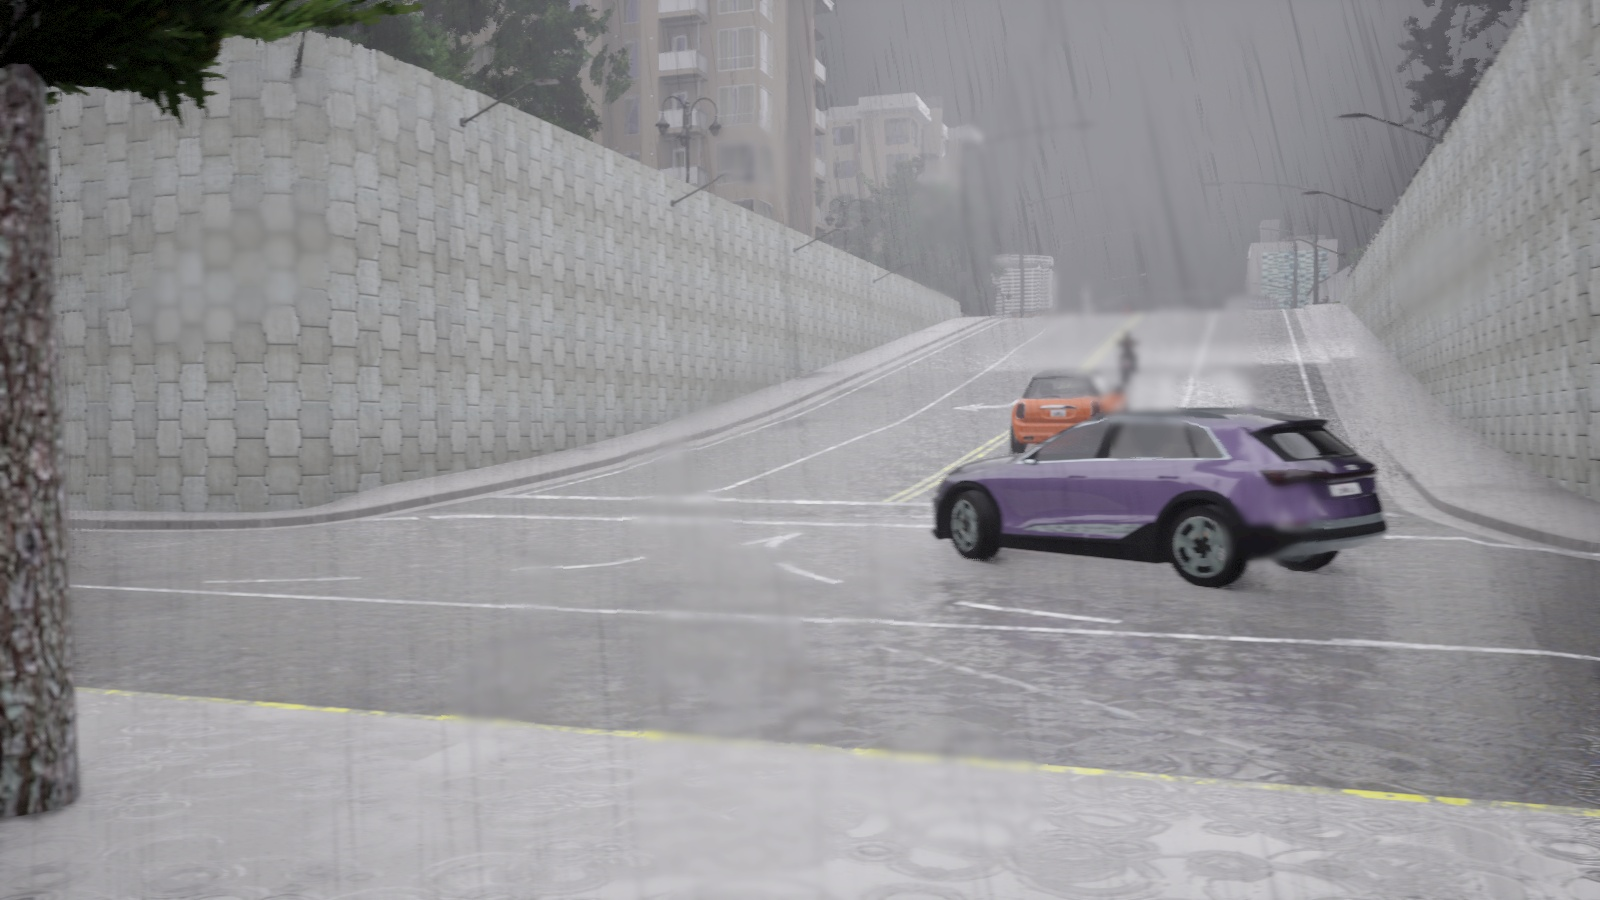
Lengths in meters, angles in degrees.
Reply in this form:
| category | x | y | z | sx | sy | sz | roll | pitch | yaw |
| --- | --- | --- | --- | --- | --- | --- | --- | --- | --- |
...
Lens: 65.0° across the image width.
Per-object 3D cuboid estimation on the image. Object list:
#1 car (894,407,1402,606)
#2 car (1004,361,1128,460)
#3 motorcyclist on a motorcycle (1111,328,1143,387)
| category | x | y | z | sx | sy | sz | roll | pitch | yaw |
| --- | --- | --- | --- | --- | --- | --- | --- | --- | --- |
| car | 3.394 | 0.406 | 13.164 | 2.033 | 1.649 | 4.856 | -3 | 3 | -38 |
| car | 6.001 | -0.961 | 27.910 | 2.097 | 1.767 | 4.553 | 1 | 7 | 20 |
| motorcyclist on a motorcycle | 10.551 | -2.989 | 40.502 | 0.766 | 1.649 | 2.350 | 1 | 10 | 20 |
